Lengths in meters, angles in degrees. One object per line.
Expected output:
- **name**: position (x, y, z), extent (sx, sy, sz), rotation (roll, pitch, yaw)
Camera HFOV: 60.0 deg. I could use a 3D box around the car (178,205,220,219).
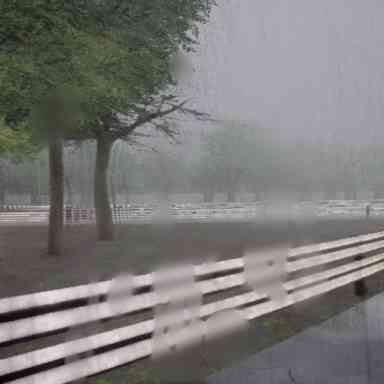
- **car**: position (0.776, 2.289, 38.649), extent (4.902, 1.511, 2.128), rotation (-1, 0, 0)
